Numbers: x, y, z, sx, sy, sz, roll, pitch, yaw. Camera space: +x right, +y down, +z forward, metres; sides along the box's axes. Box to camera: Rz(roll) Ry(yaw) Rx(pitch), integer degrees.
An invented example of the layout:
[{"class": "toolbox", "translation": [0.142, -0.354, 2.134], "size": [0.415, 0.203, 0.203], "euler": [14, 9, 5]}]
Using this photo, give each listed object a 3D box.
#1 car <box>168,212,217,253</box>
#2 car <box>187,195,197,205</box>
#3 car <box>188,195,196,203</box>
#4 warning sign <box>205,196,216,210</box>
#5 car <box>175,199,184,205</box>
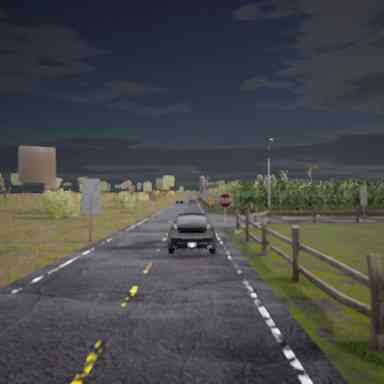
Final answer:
[{"class": "car", "translation": [0.007, 1.633, 14.284], "size": [1.837, 1.490, 4.892], "euler": [0, 0, 0]}, {"class": "car", "translation": [0.009, 2.055, 75.035], "size": [1.837, 1.490, 4.892], "euler": [0, 0, 0]}, {"class": "car", "translation": [0.010, 1.828, 86.735], "size": [2.150, 2.045, 5.566], "euler": [0, 0, 0]}, {"class": "warning sign", "translation": [2.453, 1.474, 44.255], "size": [1.300, 1.860, 1.060], "euler": [0, -1, 0]}, {"class": "car", "translation": [-2.743, 2.149, 73.749], "size": [1.895, 1.301, 4.718], "euler": [0, 0, 0]}]
